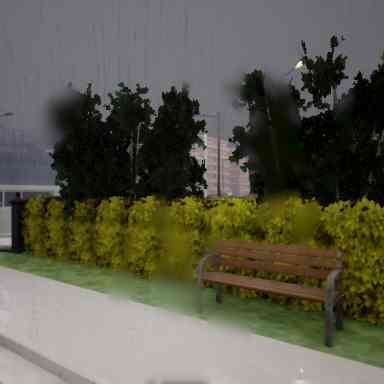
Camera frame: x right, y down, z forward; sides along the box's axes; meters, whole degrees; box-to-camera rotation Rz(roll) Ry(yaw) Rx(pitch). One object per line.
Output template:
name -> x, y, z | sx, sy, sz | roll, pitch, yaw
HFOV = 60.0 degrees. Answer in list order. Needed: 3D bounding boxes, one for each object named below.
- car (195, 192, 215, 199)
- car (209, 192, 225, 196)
car -> 2.759, 0.755, 69.423 | 1.812, 1.442, 4.674 | 0, 1, 35
car -> 5.174, 0.733, 66.827 | 2.128, 1.511, 4.902 | 0, 1, 35
